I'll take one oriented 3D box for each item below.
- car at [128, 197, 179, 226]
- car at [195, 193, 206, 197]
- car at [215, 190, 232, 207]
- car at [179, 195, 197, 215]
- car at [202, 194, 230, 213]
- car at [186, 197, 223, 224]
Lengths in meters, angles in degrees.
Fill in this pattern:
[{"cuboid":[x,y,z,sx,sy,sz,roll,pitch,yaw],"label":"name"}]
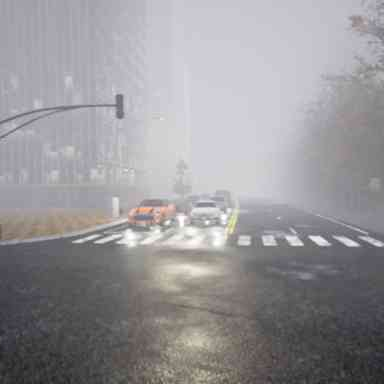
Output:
[{"cuboid":[-2.482,1.176,21.448,2.097,1.767,4.553,-1,1,9],"label":"car"},{"cuboid":[0.172,1.083,38.775,1.882,1.535,5.008,-1,1,8],"label":"car"},{"cuboid":[3.845,0.737,41.524,2.150,2.045,5.566,-1,1,8],"label":"car"},{"cuboid":[-1.124,1.279,29.973,1.994,1.385,4.181,-1,1,10],"label":"car"},{"cuboid":[2.347,1.168,31.285,1.812,1.442,4.674,-1,1,9],"label":"car"},{"cuboid":[0.956,1.282,22.290,1.812,1.442,4.674,-1,1,6],"label":"car"}]
